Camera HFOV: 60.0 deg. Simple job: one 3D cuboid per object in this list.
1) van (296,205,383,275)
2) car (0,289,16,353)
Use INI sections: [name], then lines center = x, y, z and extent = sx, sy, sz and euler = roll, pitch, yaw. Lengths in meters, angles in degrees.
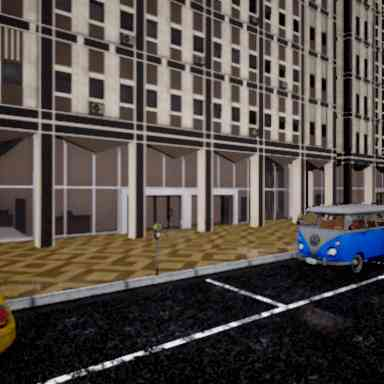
[van]
center = 4.872, 1.293, 10.027
extent = 3.998, 1.788, 1.690
euler = 0, 1, -35
[car]
center = -4.529, 1.535, 3.324
extent = 4.829, 1.417, 1.752
euler = 0, 1, -35
